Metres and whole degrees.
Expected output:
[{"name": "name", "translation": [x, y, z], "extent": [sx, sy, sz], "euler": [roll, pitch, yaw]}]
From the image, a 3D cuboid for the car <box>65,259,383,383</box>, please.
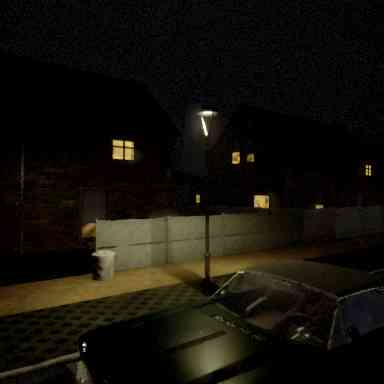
[{"name": "car", "translation": [1.126, 1.602, 3.870], "extent": [4.718, 1.301, 1.895], "euler": [0, 0, -35]}]
